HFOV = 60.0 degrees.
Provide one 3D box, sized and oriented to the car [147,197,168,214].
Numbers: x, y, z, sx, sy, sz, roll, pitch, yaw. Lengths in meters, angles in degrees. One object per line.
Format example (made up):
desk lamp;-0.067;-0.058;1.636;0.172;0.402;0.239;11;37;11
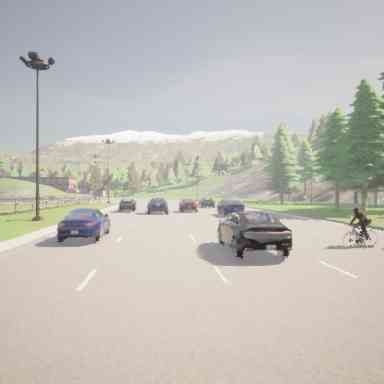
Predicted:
car;-3.667;1.352;35.415;2.097;1.767;4.553;0;0;-7

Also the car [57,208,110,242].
car;-5.162;1.525;16.204;1.812;1.442;4.674;0;0;-6

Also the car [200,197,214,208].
car;2.068;1.491;47.713;2.128;1.511;4.902;0;0;-6

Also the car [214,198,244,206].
car;3.706;1.477;32.253;1.882;1.535;5.008;0;0;-6

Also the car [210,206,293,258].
car;2.218;1.491;12.756;2.128;1.511;4.902;0;0;-6

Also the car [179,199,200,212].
car;-0.497;1.526;38.709;1.812;1.442;4.674;0;0;-6

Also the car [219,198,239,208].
car;5.433;1.564;49.146;1.994;1.385;4.181;0;0;-6

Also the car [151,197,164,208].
car;-5.002;1.526;47.902;1.812;1.442;4.674;0;0;-7

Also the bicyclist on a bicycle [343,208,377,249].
bicyclist on a bicycle;6.740;1.448;13.347;1.656;1.620;0.582;-1;0;-15

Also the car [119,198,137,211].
car;-7.655;1.491;39.846;2.128;1.511;4.902;0;0;-6
